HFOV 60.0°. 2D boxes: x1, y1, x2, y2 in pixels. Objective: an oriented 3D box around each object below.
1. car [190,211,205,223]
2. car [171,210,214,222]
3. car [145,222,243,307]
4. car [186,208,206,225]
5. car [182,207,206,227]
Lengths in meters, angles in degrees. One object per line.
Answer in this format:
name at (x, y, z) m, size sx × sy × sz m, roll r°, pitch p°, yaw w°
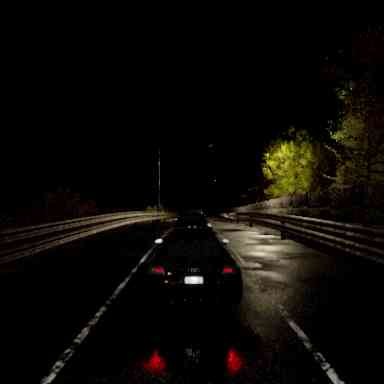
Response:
car at (0.874, 3.467, 46.308) m, size 1.882 × 1.535 × 5.008 m, roll 0°, pitch -4°, yaw 3°
car at (0.016, 1.814, 16.716) m, size 1.837 × 1.490 × 4.892 m, roll 0°, pitch -2°, yaw 0°
car at (0.017, 1.652, 8.215) m, size 1.994 × 1.385 × 4.181 m, roll 0°, pitch -1°, yaw 0°
car at (0.465, 2.725, 37.057) m, size 2.097 × 1.767 × 4.553 m, roll 0°, pitch -4°, yaw 2°
car at (0.211, 2.367, 31.497) m, size 2.097 × 1.767 × 4.553 m, roll 0°, pitch -4°, yaw 1°
